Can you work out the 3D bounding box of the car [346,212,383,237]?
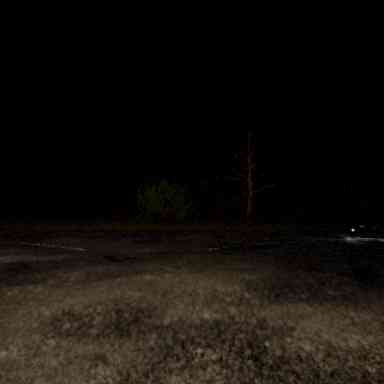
[{"bbox_3d":[12.126,1.856,19.639,5.357,1.411,2.033,0,-1,-2],"label":"car"}]
